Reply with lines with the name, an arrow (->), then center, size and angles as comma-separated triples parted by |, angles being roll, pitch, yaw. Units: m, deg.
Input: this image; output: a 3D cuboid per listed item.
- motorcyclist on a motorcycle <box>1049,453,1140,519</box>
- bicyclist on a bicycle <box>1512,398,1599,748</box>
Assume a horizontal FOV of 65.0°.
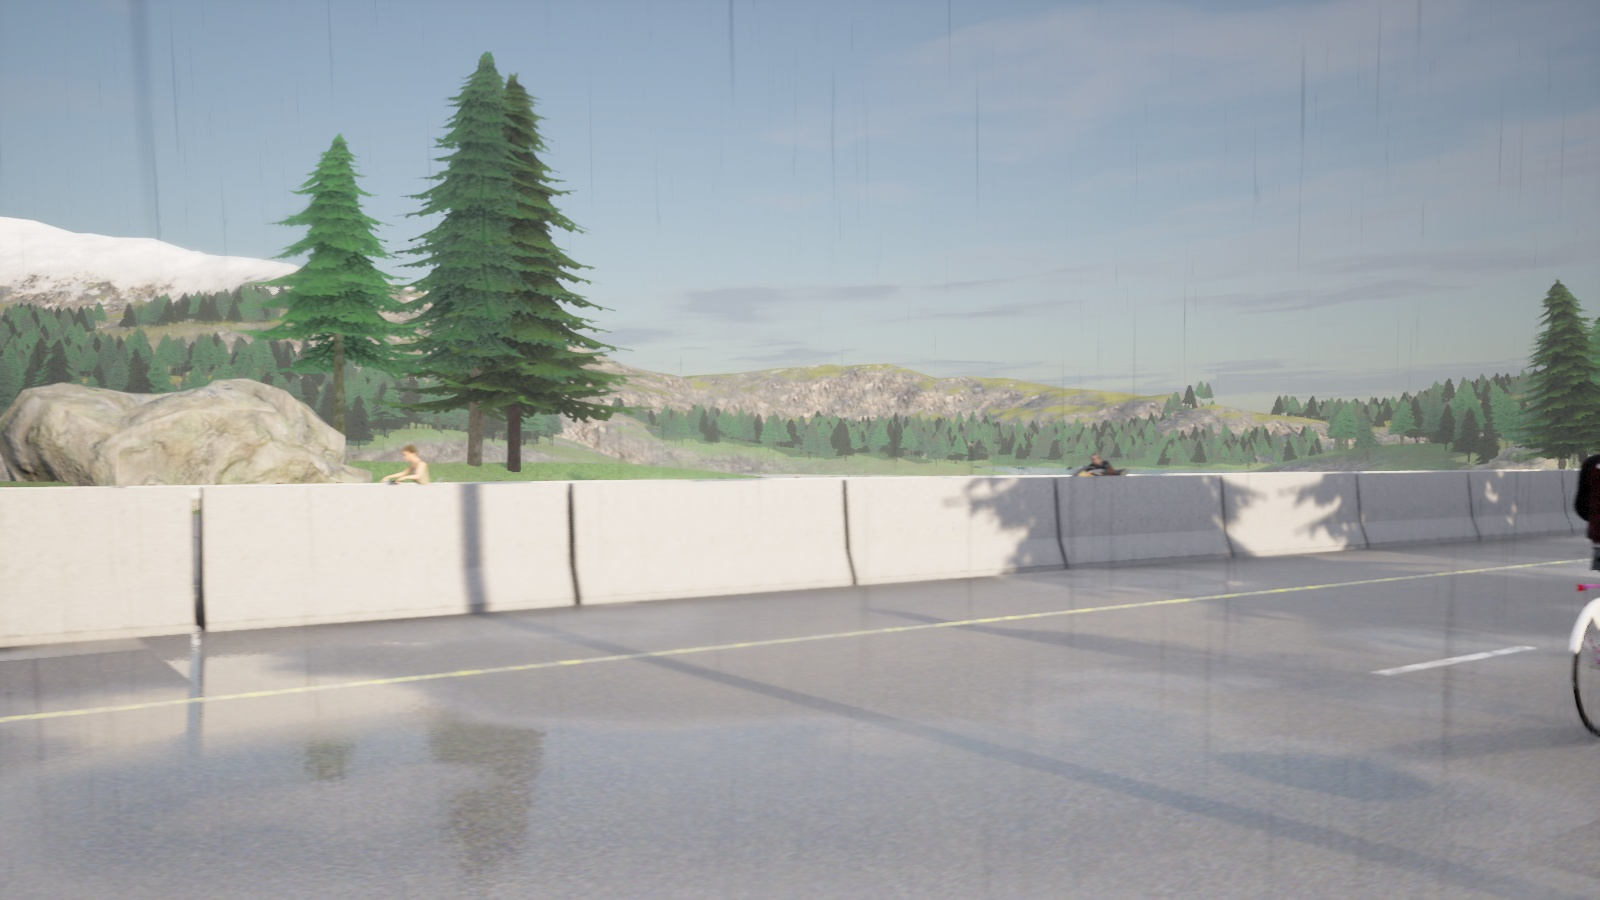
motorcyclist on a motorcycle -> 7.018, 0.838, 29.863 | 2.191, 1.530, 0.866 | 1, -1, -35
bicyclist on a bicycle -> 4.757, 0.622, 6.969 | 1.843, 1.776, 0.659 | 0, 0, -35
